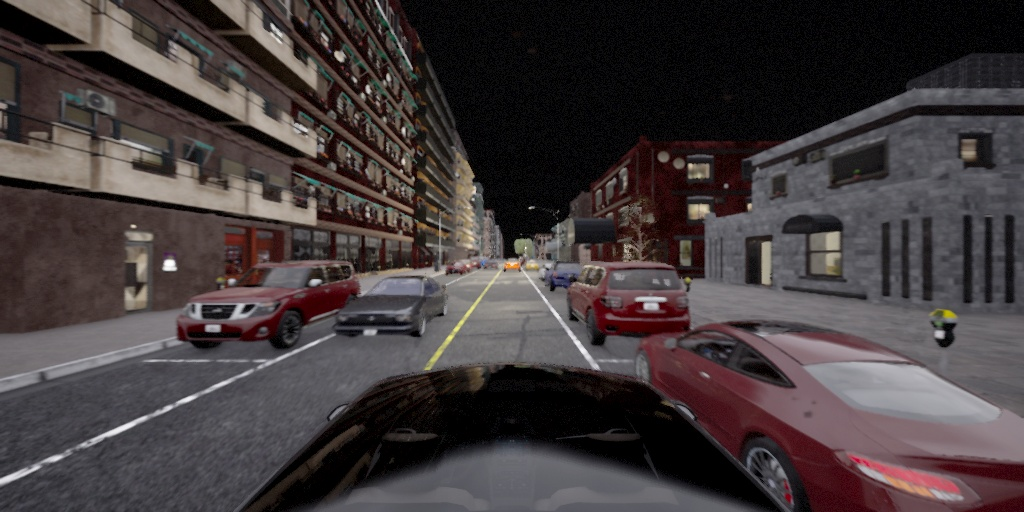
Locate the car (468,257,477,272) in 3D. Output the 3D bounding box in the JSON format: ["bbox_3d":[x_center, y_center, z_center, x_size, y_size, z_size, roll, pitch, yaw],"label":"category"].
[{"bbox_3d":[-5.701,1.149,42.569,1.967,1.591,4.097,0,0,0],"label":"car"}]

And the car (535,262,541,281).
[{"bbox_3d":[3.142,1.245,28.520,1.812,1.442,4.674,0,0,0],"label":"car"}]

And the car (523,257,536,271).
[{"bbox_3d":[2.678,1.233,48.281,1.751,1.417,4.829,0,0,0],"label":"car"}]

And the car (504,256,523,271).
[{"bbox_3d":[0.054,1.060,46.824,2.097,1.767,4.553,0,0,0],"label":"car"}]

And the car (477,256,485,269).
[{"bbox_3d":[-5.705,1.020,53.648,2.192,1.841,5.009,0,0,0],"label":"car"}]

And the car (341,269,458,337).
[{"bbox_3d":[-3.093,1.284,10.502,2.033,1.411,5.357,0,0,0],"label":"car"}]

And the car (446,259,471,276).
[{"bbox_3d":[-5.700,1.257,37.031,1.888,1.381,4.507,0,0,0],"label":"car"}]

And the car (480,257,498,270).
[{"bbox_3d":[-3.076,1.269,52.238,1.994,1.385,4.181,0,0,0],"label":"car"}]

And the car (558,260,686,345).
[{"bbox_3d":[2.689,1.054,9.337,2.192,1.841,5.009,0,0,0],"label":"car"}]

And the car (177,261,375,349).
[{"bbox_3d":[-5.692,1.053,9.334,2.192,1.841,5.009,0,0,0],"label":"car"}]

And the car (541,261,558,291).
[{"bbox_3d":[3.108,1.078,21.490,2.097,1.767,4.553,0,0,0],"label":"car"}]

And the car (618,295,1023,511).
[{"bbox_3d":[2.690,1.329,3.798,1.802,1.307,4.207,0,0,0],"label":"car"}]
